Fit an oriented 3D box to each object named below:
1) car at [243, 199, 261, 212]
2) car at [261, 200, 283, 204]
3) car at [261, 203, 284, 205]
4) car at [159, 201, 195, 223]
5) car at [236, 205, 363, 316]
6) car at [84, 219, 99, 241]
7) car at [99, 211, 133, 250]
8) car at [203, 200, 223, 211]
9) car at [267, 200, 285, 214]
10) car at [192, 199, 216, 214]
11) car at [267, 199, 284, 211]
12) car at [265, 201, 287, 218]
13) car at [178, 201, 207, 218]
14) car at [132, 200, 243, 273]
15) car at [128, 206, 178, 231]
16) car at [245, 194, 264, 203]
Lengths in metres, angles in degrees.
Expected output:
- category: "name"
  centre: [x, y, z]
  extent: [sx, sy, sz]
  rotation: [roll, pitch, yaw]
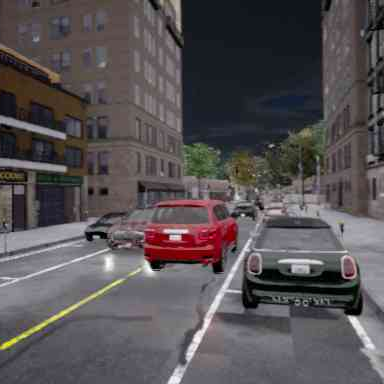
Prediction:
- category: "car"
  centre: [4.627, 1.585, 28.693]
  extent: [1.837, 1.490, 4.892]
  rotation: [-1, -1, 14]
- category: "car"
  centre: [6.644, 1.566, 26.292]
  extent: [1.752, 1.417, 4.829]
  rotation: [-1, 0, 14]
- category: "car"
  centre: [5.268, 1.612, 20.772]
  extent: [1.802, 1.307, 4.206]
  rotation: [-1, 0, 14]
- category: "car"
  centre: [-1.184, 1.599, 28.067]
  extent: [1.967, 1.590, 4.097]
  rotation: [-1, 0, 14]
- category: "car"
  centre: [2.395, 1.358, 7.830]
  extent: [2.097, 1.767, 4.553]
  rotation: [-1, 0, 14]
- category: "car"
  centre: [-3.855, 1.706, 17.358]
  extent: [1.947, 1.339, 4.313]
  rotation: [-1, 0, 14]
- category: "car"
  centre: [-1.899, 1.451, 14.723]
  extent: [2.097, 1.767, 4.553]
  rotation: [-1, 0, 14]
- category: "car"
  centre: [2.827, 1.775, 44.130]
  extent: [1.802, 1.307, 4.206]
  rotation: [-1, 0, 14]
- category: "car"
  centre: [9.276, 1.645, 36.834]
  extent: [1.802, 1.307, 4.206]
  rotation: [-1, 0, 14]
- category: "car"
  centre: [1.488, 1.622, 38.776]
  extent: [1.967, 1.590, 4.097]
  rotation: [-1, 0, 14]
- category: "car"
  centre: [10.613, 1.640, 42.189]
  extent: [1.947, 1.339, 4.313]
  rotation: [-1, 0, 14]
- category: "car"
  centre: [7.940, 1.596, 31.481]
  extent: [1.887, 1.381, 4.507]
  rotation: [-1, 0, 14]
- category: "car"
  centre: [0.112, 1.695, 33.256]
  extent: [1.752, 1.417, 4.829]
  rotation: [-1, 0, 14]
- category: "car"
  centre: [0.233, 1.271, 11.110]
  extent: [2.150, 2.045, 5.566]
  rotation: [-1, 0, 14]
- category: "car"
  centre: [-2.519, 1.699, 22.712]
  extent: [2.008, 1.369, 4.403]
  rotation: [-1, 0, 14]
- category: "car"
  centre: [7.944, 1.335, 42.523]
  extent: [2.150, 2.045, 5.566]
  rotation: [-1, 0, 16]
